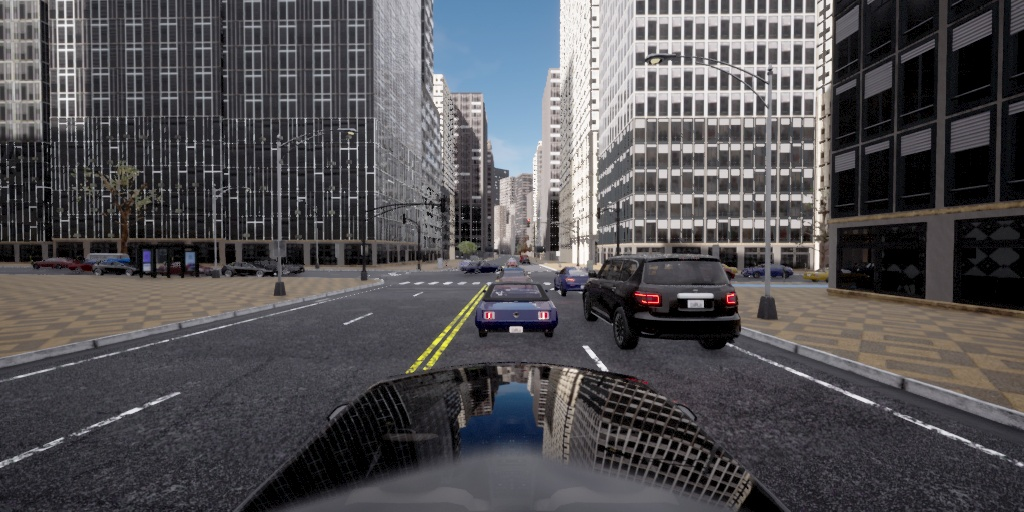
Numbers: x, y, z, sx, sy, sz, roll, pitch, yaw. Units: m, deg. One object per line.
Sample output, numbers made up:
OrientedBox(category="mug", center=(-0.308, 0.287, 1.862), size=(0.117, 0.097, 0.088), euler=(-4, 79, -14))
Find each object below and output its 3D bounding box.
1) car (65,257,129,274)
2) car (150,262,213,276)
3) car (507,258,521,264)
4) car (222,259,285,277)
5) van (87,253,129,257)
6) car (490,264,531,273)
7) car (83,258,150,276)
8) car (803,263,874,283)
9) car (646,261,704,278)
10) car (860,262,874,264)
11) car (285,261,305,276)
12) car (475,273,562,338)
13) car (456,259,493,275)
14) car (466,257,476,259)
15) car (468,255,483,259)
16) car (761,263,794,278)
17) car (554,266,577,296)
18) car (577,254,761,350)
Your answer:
OrientedBox(category="car", center=(-38.945, 1.017, 34.206), size=(4.718, 1.301, 1.895), euler=(1, 1, 1))
OrientedBox(category="car", center=(-28.440, 1.138, 31.305), size=(4.207, 1.307, 1.802), euler=(0, 0, 1))
OrientedBox(category="car", center=(0.061, 1.250, 62.122), size=(2.033, 1.411, 5.357), euler=(0, 0, 0))
OrientedBox(category="car", center=(-22.756, 1.174, 31.176), size=(4.313, 1.339, 1.948), euler=(0, 0, 1))
OrientedBox(category="van", center=(-45.319, 0.605, 40.124), size=(3.998, 1.789, 1.690), euler=(0, 0, 1))
OrientedBox(category="car", center=(0.088, 1.305, 18.931), size=(1.994, 1.385, 4.181), euler=(0, 0, 0))
OrientedBox(category="car", center=(-34.121, 1.069, 31.473), size=(4.313, 1.339, 1.948), euler=(0, 0, 1))
OrientedBox(category="car", center=(27.618, 1.579, 30.493), size=(4.829, 1.417, 1.751), euler=(0, 0, 1))
OrientedBox(category="car", center=(16.492, 1.341, 36.454), size=(5.008, 1.535, 1.882), euler=(1, 1, 1))
OrientedBox(category="car", center=(35.906, 1.385, 36.123), size=(4.553, 1.767, 2.097), euler=(0, 1, 1))
OrientedBox(category="car", center=(-22.219, 1.074, 33.872), size=(4.892, 1.490, 1.837), euler=(0, 1, 1))
OrientedBox(category="car", center=(0.095, 1.347, 10.194), size=(1.895, 1.301, 4.718), euler=(0, 0, 0))
OrientedBox(category="car", center=(-3.153, 1.271, 37.891), size=(4.718, 1.301, 1.895), euler=(0, 1, -43))
OrientedBox(category="car", center=(-6.630, 1.241, 51.221), size=(1.812, 1.442, 4.674), euler=(0, 0, -2))
OrientedBox(category="car", center=(-6.623, 0.925, 61.183), size=(2.150, 2.045, 5.566), euler=(0, 0, 0))
OrientedBox(category="car", center=(25.805, 1.471, 36.305), size=(4.674, 1.442, 1.812), euler=(1, 1, 1))
OrientedBox(category="car", center=(3.336, 1.267, 18.924), size=(1.812, 1.442, 4.674), euler=(0, 0, 0))
OrientedBox(category="car", center=(3.345, 0.968, 9.233), size=(2.150, 2.045, 5.566), euler=(0, 0, 0))
